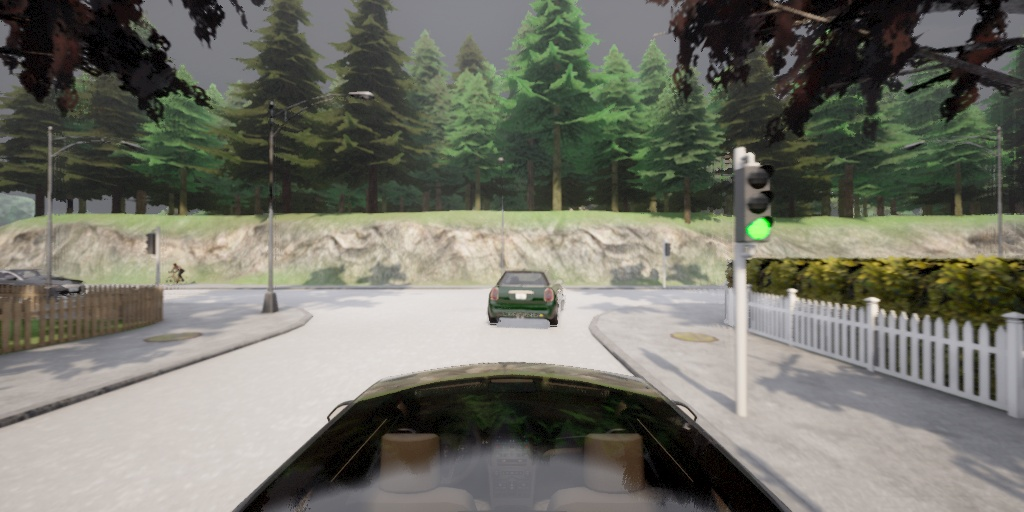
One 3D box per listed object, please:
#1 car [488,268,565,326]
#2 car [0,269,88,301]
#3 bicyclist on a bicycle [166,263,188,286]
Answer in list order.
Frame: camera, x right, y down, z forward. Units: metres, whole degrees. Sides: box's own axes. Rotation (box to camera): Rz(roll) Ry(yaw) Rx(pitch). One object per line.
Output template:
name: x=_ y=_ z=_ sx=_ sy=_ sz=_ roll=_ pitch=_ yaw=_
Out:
car: x=0.654 y=1.193 z=12.333 sx=2.097 sy=1.767 sz=4.553 roll=0 pitch=-1 yaw=11
car: x=-23.656 y=1.376 z=17.360 sx=4.902 sy=1.511 sz=2.128 roll=0 pitch=0 yaw=0
bicyclist on a bicycle: x=-24.049 y=1.305 z=25.758 sx=0.582 sy=1.620 sz=1.656 roll=0 pitch=0 yaw=0
